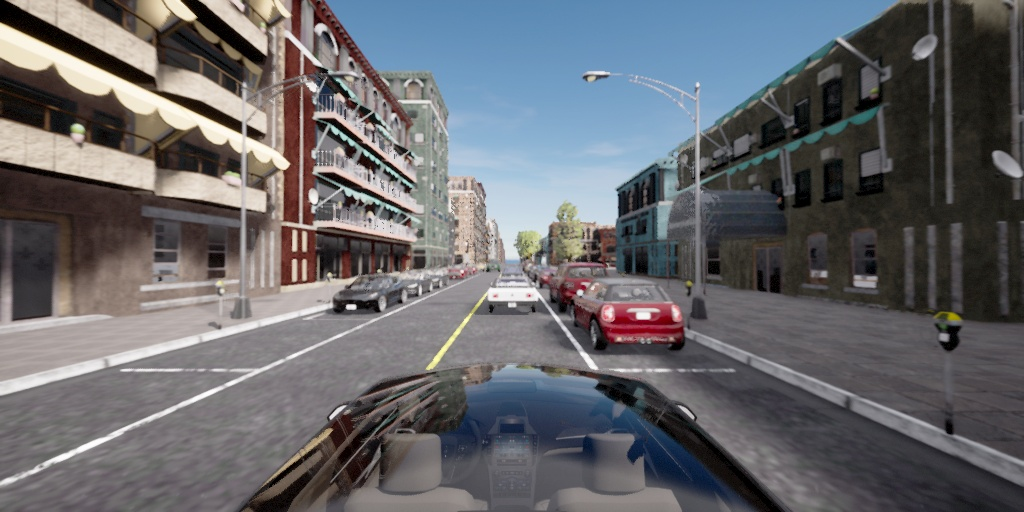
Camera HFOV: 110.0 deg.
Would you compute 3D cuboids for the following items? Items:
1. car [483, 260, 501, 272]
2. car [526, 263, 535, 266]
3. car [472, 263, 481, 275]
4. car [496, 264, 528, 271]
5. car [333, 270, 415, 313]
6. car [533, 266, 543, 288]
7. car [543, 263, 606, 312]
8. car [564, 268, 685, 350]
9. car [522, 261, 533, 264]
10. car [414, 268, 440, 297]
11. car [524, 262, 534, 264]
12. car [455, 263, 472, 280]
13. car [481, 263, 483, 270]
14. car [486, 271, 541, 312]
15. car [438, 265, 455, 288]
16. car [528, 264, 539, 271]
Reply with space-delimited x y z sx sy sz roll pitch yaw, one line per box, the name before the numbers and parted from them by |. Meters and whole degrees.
car | -3.017 1.620 58.955 2.150 2.045 5.566 0 0 1
car | 2.722 1.690 36.979 2.007 1.370 4.403 0 0 0
car | -5.648 1.712 48.066 1.967 1.591 4.097 0 0 0
car | 0.032 1.598 29.359 2.033 1.411 5.357 0 -1 0
car | -5.678 1.454 14.836 1.948 1.339 4.313 0 0 0
car | 2.712 1.592 25.903 1.802 1.307 4.207 0 0 0
car | 2.702 1.203 14.828 2.192 1.841 5.009 0 0 0
car | 2.697 1.270 9.288 1.967 1.591 4.097 0 0 0
car | 2.737 1.863 53.767 1.751 1.417 4.829 0 0 0
car | -5.673 1.499 20.373 2.007 1.370 4.403 0 0 0
car | 2.727 1.772 42.518 1.948 1.339 4.313 0 0 0
car | -5.659 1.580 36.987 1.967 1.591 4.097 0 0 0
car | -5.634 1.995 64.514 1.751 1.417 4.829 0 0 0
car | 0.026 1.492 15.094 1.895 1.301 4.718 0 -1 0
car | -5.669 1.561 25.911 2.007 1.370 4.403 0 0 0
car | 2.717 1.640 31.442 1.948 1.339 4.313 0 0 0
